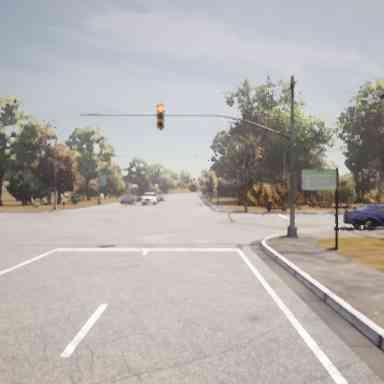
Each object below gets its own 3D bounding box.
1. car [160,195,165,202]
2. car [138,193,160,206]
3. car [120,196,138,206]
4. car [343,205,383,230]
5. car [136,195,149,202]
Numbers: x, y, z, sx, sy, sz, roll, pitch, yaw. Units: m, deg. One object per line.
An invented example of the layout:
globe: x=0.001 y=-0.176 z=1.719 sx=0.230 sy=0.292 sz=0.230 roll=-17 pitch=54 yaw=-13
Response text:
car: x=-6.822 y=1.391 z=70.137 sx=2.033 sy=1.411 sz=5.357 roll=0 pitch=0 yaw=0
car: x=-6.943 y=1.109 z=54.254 sx=2.150 sy=2.045 sz=5.566 roll=0 pitch=0 yaw=0
car: x=-10.441 y=1.391 z=54.112 sx=1.837 sy=1.490 sz=4.892 roll=0 pitch=0 yaw=0
car: x=11.514 y=1.484 z=19.815 sx=4.674 sy=1.442 sz=1.812 roll=0 pitch=0 yaw=3
car: x=-10.323 y=1.405 z=69.642 sx=1.994 sy=1.385 sz=4.181 roll=0 pitch=0 yaw=0
